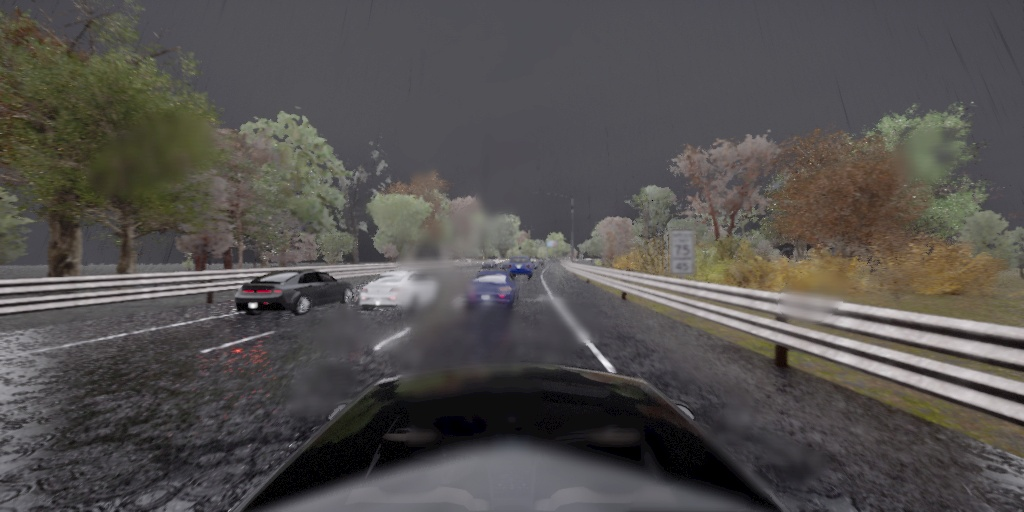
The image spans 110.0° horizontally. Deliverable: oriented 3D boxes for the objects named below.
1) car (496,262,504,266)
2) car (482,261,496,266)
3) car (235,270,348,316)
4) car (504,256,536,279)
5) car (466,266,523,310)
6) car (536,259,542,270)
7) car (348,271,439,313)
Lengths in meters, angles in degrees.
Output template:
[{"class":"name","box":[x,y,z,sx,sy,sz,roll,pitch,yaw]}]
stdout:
[{"class":"car","box":[-0.636,1.481,52.793,1.895,1.301,4.718,0,0,7]},{"class":"car","box":[-3.492,1.495,58.276,1.895,1.301,4.718,0,0,7]},{"class":"car","box":[-7.794,1.271,13.436,1.837,1.490,4.892,0,0,4]},{"class":"car","box":[0.849,1.048,33.626,2.150,2.045,5.566,0,0,5]},{"class":"car","box":[-0.687,1.304,14.705,1.812,1.442,4.674,0,0,4]},{"class":"car","box":[3.182,1.493,55.217,1.895,1.301,4.718,0,0,7]},{"class":"car","box":[-4.238,1.297,14.067,1.812,1.442,4.674,0,0,4]}]
